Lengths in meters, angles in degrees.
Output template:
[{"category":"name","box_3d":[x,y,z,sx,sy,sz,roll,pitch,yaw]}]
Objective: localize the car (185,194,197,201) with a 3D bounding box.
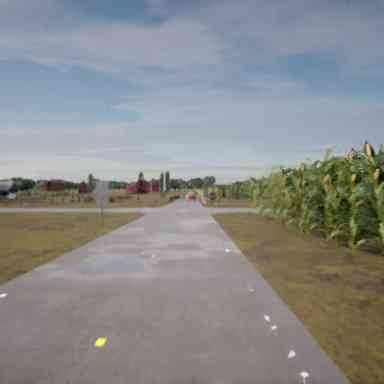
[{"category":"car","box_3d":[0.007,1.428,87.432,2.150,2.045,5.566,0,0,0]}]

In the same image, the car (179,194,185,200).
[{"category":"car","box_3d":[-2.743,1.395,94.060,2.033,1.411,5.357,0,0,0]}]
